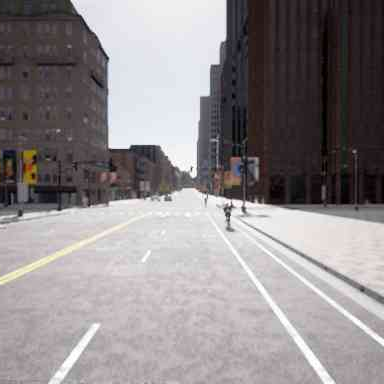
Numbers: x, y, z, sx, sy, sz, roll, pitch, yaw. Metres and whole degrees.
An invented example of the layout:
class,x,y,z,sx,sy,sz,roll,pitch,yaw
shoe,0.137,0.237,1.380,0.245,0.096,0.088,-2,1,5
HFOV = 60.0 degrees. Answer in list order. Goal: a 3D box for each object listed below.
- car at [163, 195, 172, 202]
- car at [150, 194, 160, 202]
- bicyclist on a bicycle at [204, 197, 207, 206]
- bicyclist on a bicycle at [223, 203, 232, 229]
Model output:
class,x,y,z,sx,sy,sz,roll,pitch,yaw
car,-6.497,1.683,88.948,2.097,1.767,4.553,0,0,0
car,-9.747,1.553,88.889,2.150,2.045,5.566,0,0,0
bicyclist on a bicycle,2.274,1.652,55.174,0.582,1.620,1.656,0,0,1
bicyclist on a bicycle,2.272,1.518,21.163,0.582,1.620,1.656,0,0,1
